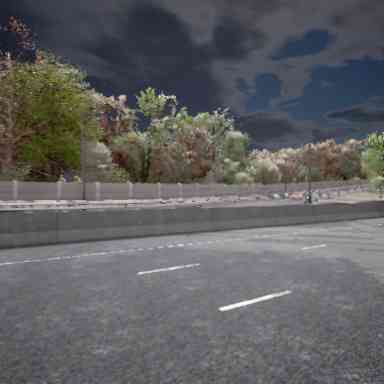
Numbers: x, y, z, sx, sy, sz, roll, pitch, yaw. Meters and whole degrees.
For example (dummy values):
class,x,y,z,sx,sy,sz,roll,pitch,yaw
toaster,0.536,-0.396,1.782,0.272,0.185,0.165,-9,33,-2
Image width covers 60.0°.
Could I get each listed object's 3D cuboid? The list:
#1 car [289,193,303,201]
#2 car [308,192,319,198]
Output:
class,x,y,z,sx,sy,sz,roll,pitch,yaw
car,22.187,0.948,70.844,2.097,1.767,4.553,0,0,31
car,30.745,0.778,84.118,1.994,1.385,4.181,0,2,34
